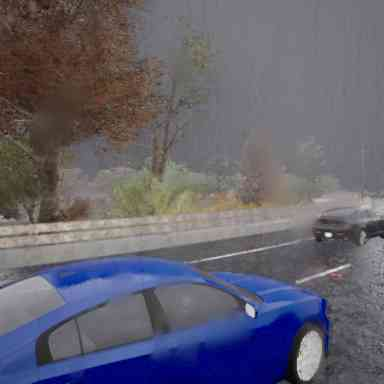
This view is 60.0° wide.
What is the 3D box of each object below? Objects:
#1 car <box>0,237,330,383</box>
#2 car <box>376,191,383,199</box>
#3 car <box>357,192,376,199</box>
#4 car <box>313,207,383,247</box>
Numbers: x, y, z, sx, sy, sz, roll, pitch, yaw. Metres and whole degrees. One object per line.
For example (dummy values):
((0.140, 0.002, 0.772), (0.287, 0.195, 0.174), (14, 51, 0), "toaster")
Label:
((-0.504, 1.479, 3.601), (5.008, 1.535, 1.882), (-1, 0, -36), "car")
((42.542, 0.613, 74.864), (2.097, 1.767, 4.553), (-1, 0, 6), "car")
((39.091, 0.791, 75.452), (1.837, 1.490, 4.892), (-1, 0, 6), "car")
((7.118, 1.410, 14.695), (4.892, 1.490, 1.837), (-1, 0, -43), "car")
